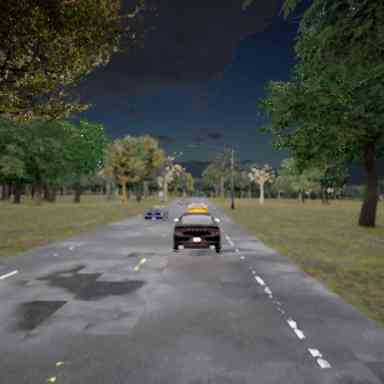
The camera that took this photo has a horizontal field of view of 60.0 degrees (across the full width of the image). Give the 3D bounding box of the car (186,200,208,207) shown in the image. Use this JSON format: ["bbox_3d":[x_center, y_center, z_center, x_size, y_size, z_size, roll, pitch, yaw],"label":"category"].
[{"bbox_3d":[0.627,1.867,34.493,1.882,1.535,5.008,0,-1,2],"label":"car"}]

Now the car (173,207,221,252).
[{"bbox_3d":[0.214,1.641,14.786,1.882,1.535,5.008,0,-1,1],"label":"car"}]

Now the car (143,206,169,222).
[{"bbox_3d":[-3.190,1.942,30.256,1.895,1.301,4.718,0,-1,1],"label":"car"}]

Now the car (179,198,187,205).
[{"bbox_3d":[-1.859,2.179,76.757,2.097,1.767,4.553,0,-1,2],"label":"car"}]
